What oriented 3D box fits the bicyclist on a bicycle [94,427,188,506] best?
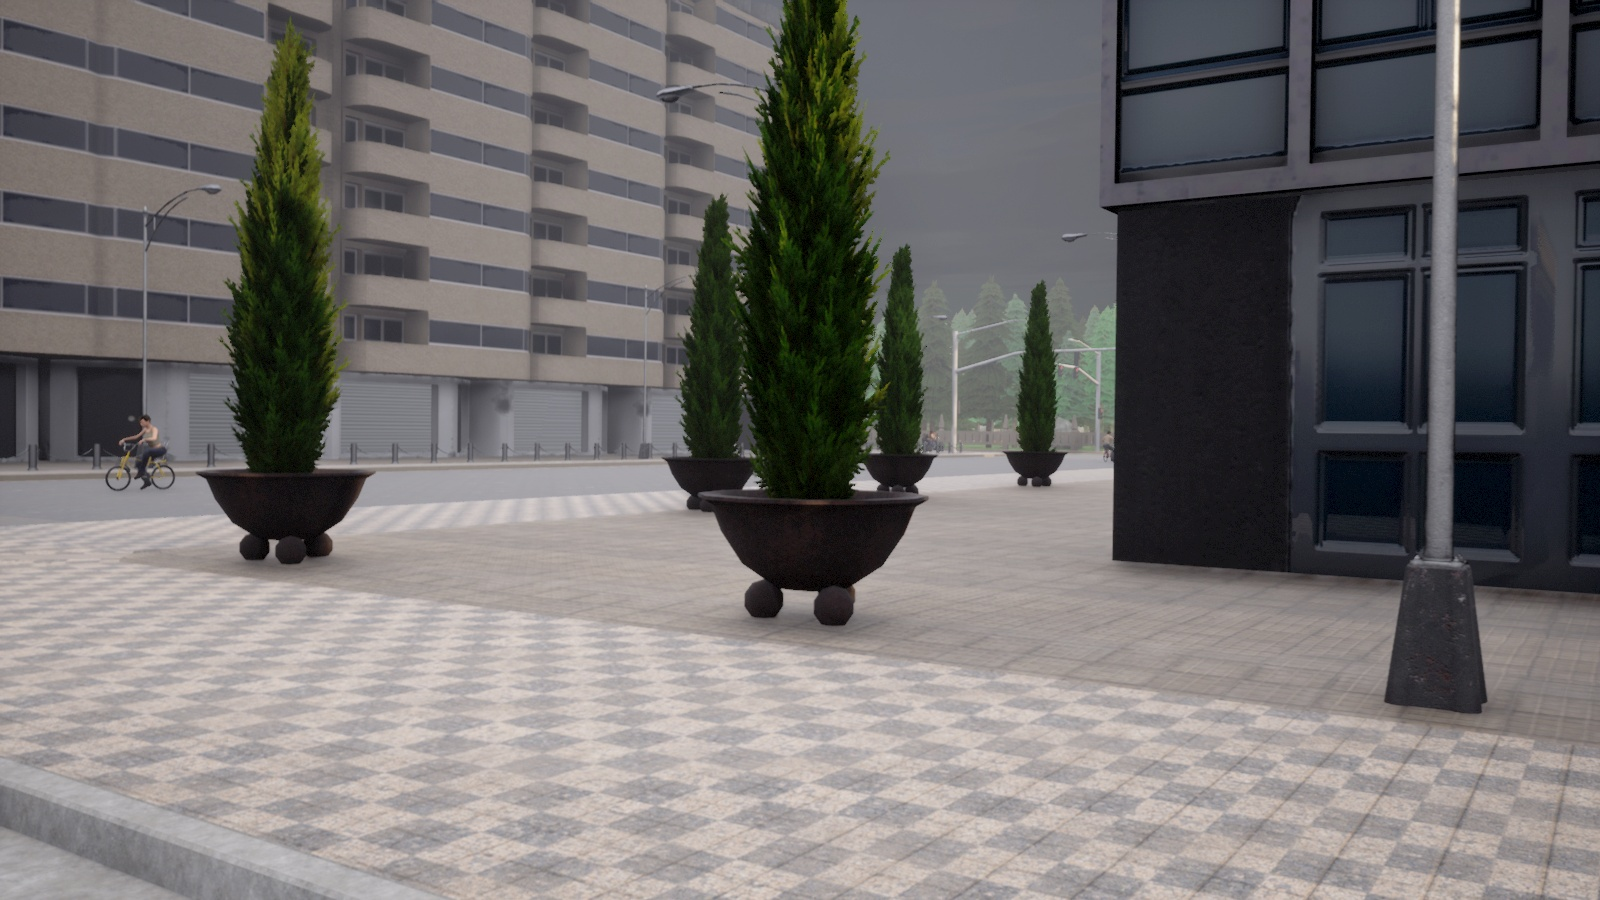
[{"bbox_3d":[-13.944,0.320,26.589,0.866,1.612,1.509,0,1,34],"label":"bicyclist on a bicycle"}]
